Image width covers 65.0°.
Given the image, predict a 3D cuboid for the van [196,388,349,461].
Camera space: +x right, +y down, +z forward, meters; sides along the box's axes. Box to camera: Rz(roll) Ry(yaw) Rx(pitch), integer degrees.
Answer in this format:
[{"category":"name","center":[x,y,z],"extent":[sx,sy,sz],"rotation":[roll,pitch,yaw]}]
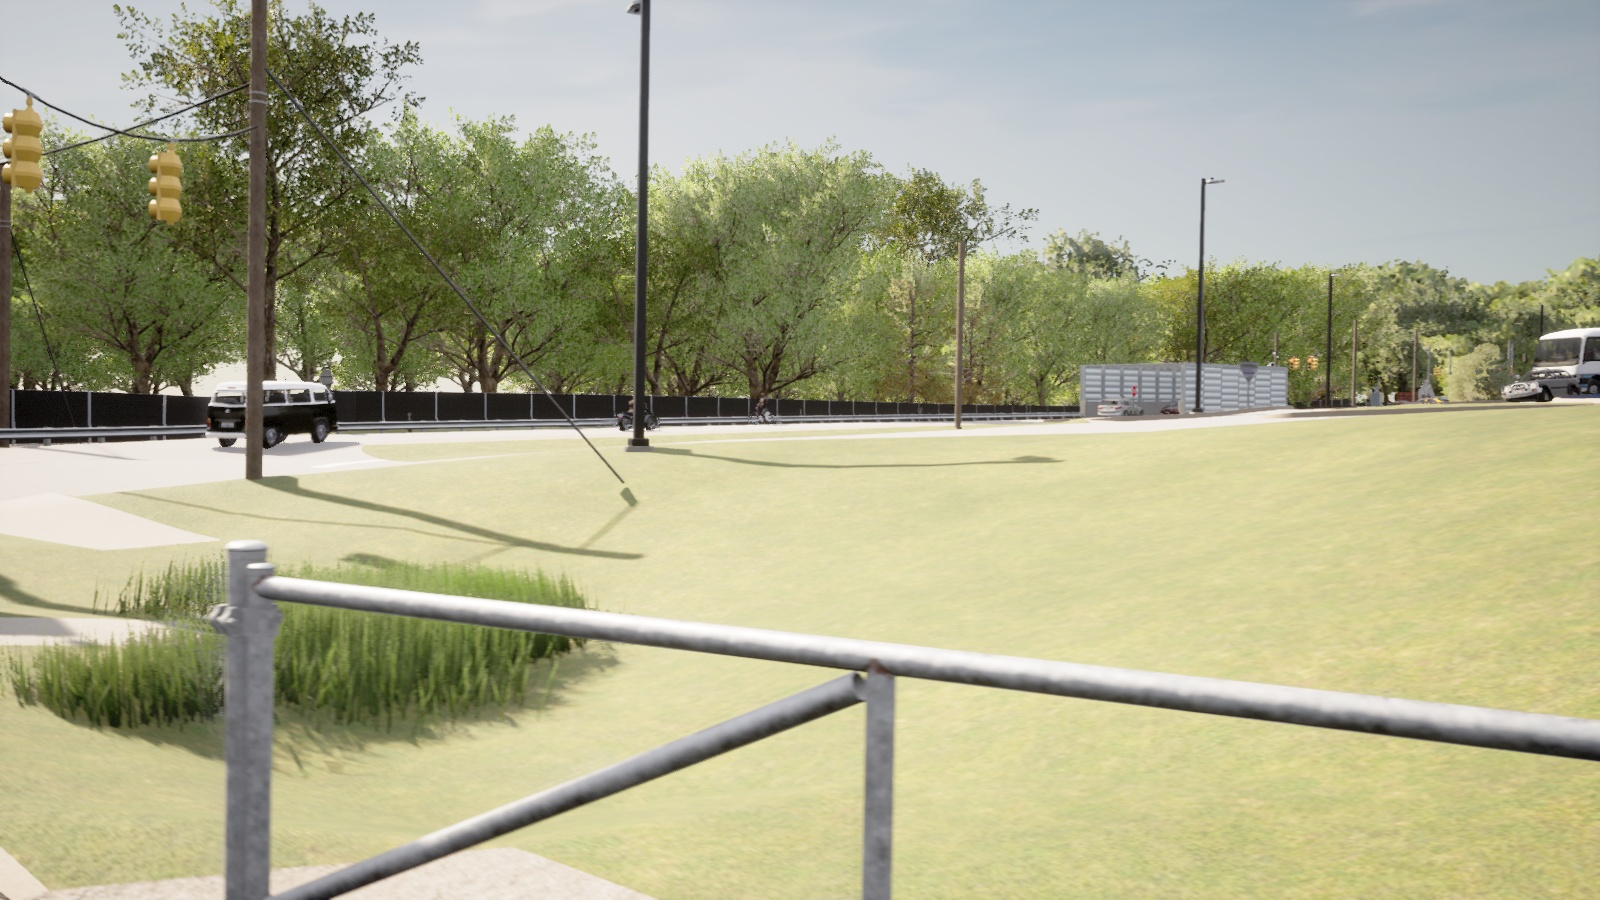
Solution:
[{"category":"van","center":[-16.467,-0.866,39.497],"extent":[2.069,2.038,4.480],"rotation":[0,4,14]}]

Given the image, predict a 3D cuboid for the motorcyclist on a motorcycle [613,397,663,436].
[{"category":"motorcyclist on a motorcycle","center":[-7.171,-1.503,55.636],"extent":[0.766,1.649,2.350],"rotation":[1,3,37]}]

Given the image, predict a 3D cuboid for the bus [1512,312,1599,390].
[{"category":"bus","center":[48.408,-6.087,75.344],"extent":[10.273,4.253,3.944],"rotation":[-4,2,-19]}]

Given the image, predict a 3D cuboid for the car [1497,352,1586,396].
[{"category":"car","center":[38.246,-3.936,64.743],"extent":[4.605,1.855,1.932],"rotation":[-5,-4,-33]}]
